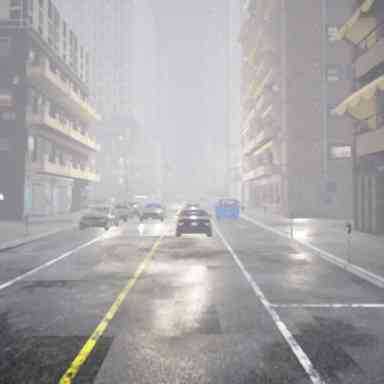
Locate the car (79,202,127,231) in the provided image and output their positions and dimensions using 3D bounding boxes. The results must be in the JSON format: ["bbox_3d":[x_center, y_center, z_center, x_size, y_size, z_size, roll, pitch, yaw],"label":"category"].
[{"bbox_3d":[-5.648,1.550,20.693,2.008,1.369,4.403,1,0,0],"label":"car"}]

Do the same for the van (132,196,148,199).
[{"bbox_3d":[-5.817,1.339,37.315,1.690,1.788,3.998,1,0,0],"label":"van"}]

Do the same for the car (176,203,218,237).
[{"bbox_3d":[0.096,1.547,18.110,2.033,1.411,5.357,0,0,0],"label":"car"}]

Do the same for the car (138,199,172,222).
[{"bbox_3d":[-3.006,1.547,26.685,2.033,1.411,5.357,0,0,0],"label":"car"}]

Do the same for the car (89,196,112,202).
[{"bbox_3d":[-16.505,1.492,59.959,4.097,1.590,1.967,0,-1,0],"label":"car"}]

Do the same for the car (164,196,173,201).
[{"bbox_3d":[-5.695,1.576,80.956,1.802,1.307,4.206,1,0,0],"label":"car"}]

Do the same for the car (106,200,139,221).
[{"bbox_3d":[-5.649,1.580,26.234,1.802,1.307,4.206,1,0,0],"label":"car"}]

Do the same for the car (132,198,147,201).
[{"bbox_3d":[-5.651,1.564,31.774,1.947,1.339,4.313,1,0,0],"label":"car"}]

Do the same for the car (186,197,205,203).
[{"bbox_3d":[0.092,1.545,37.163,2.033,1.411,5.357,0,0,0],"label":"car"}]

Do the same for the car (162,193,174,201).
[{"bbox_3d":[-5.691,1.435,75.381,1.967,1.590,4.097,1,0,0],"label":"car"}]

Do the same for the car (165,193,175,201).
[{"bbox_3d":[-5.691,1.309,86.532,2.192,1.841,5.009,1,0,0],"label":"car"}]

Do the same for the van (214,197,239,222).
[{"bbox_3d":[2.702,1.341,26.289,1.690,1.788,3.998,1,0,0],"label":"van"}]

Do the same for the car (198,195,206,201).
[{"bbox_3d":[2.683,1.577,86.595,1.802,1.307,4.206,1,0,0],"label":"car"}]
